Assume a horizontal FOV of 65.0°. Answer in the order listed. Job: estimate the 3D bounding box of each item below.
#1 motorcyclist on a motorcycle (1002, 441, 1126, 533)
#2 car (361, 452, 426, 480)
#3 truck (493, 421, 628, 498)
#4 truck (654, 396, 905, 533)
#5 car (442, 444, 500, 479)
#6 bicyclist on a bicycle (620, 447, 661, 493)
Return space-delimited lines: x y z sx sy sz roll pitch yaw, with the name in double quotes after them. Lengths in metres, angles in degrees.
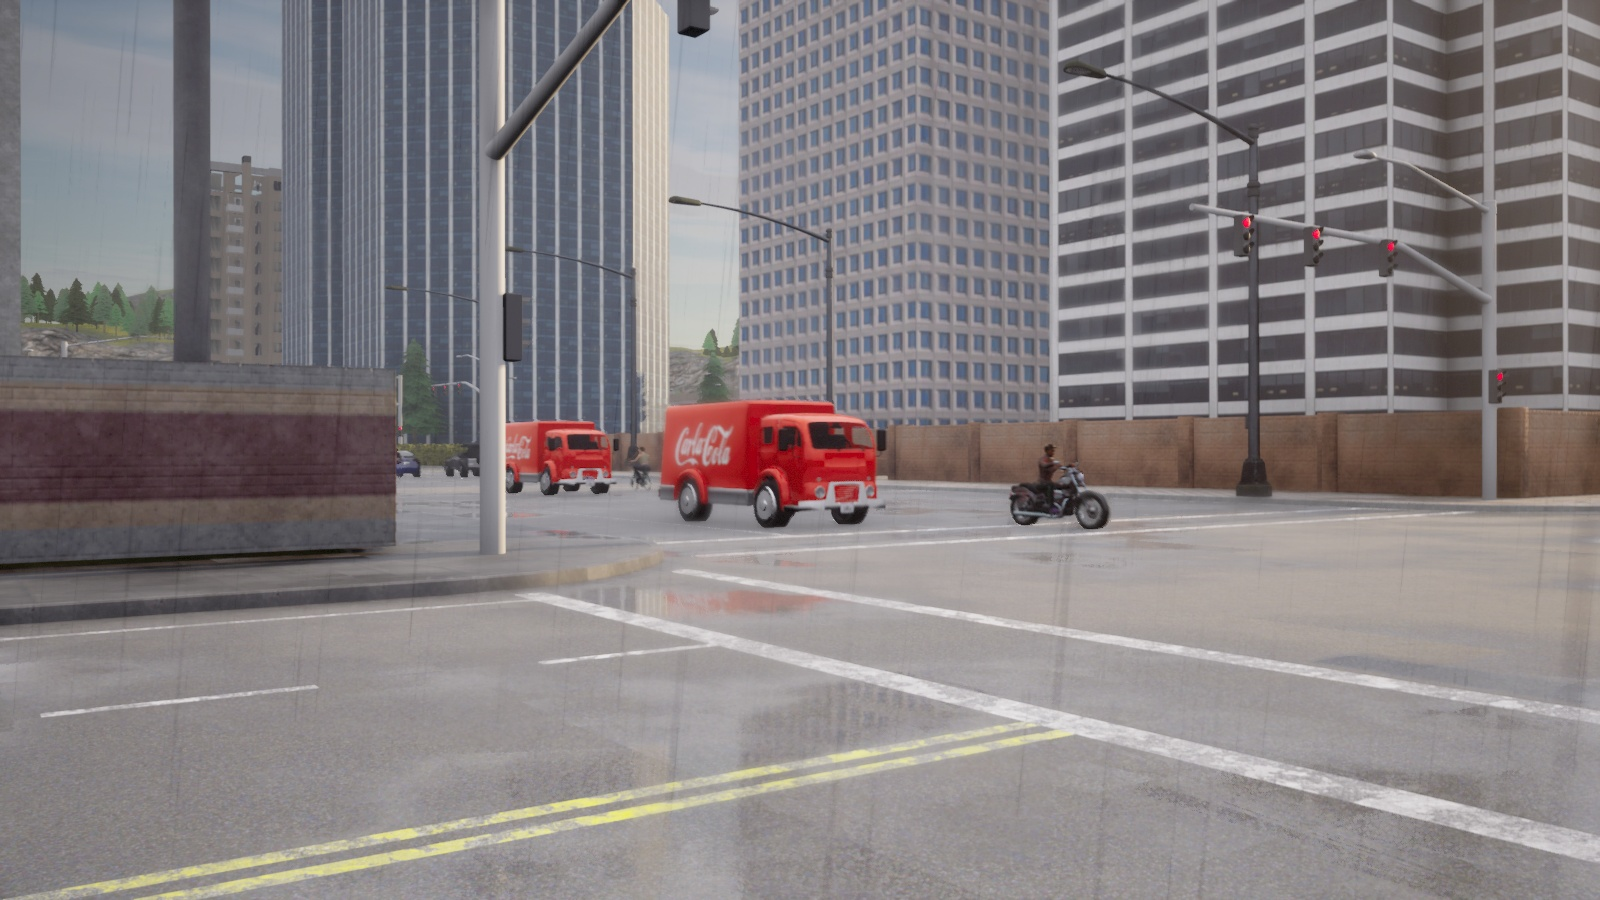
4.965 0.668 23.808 0.766 1.649 2.350 0 0 -39 "motorcyclist on a motorcycle"
-22.631 0.872 69.808 2.163 1.488 4.792 0 0 -35 "car"
-8.216 0.305 42.691 2.627 2.467 5.204 0 0 -35 "truck"
-0.551 0.262 25.382 2.627 2.467 5.204 0 0 -35 "truck"
-18.271 0.644 69.645 1.905 1.878 3.866 0 0 -35 "car"
-5.770 0.714 45.314 0.866 1.612 1.509 0 0 -35 "bicyclist on a bicycle"
